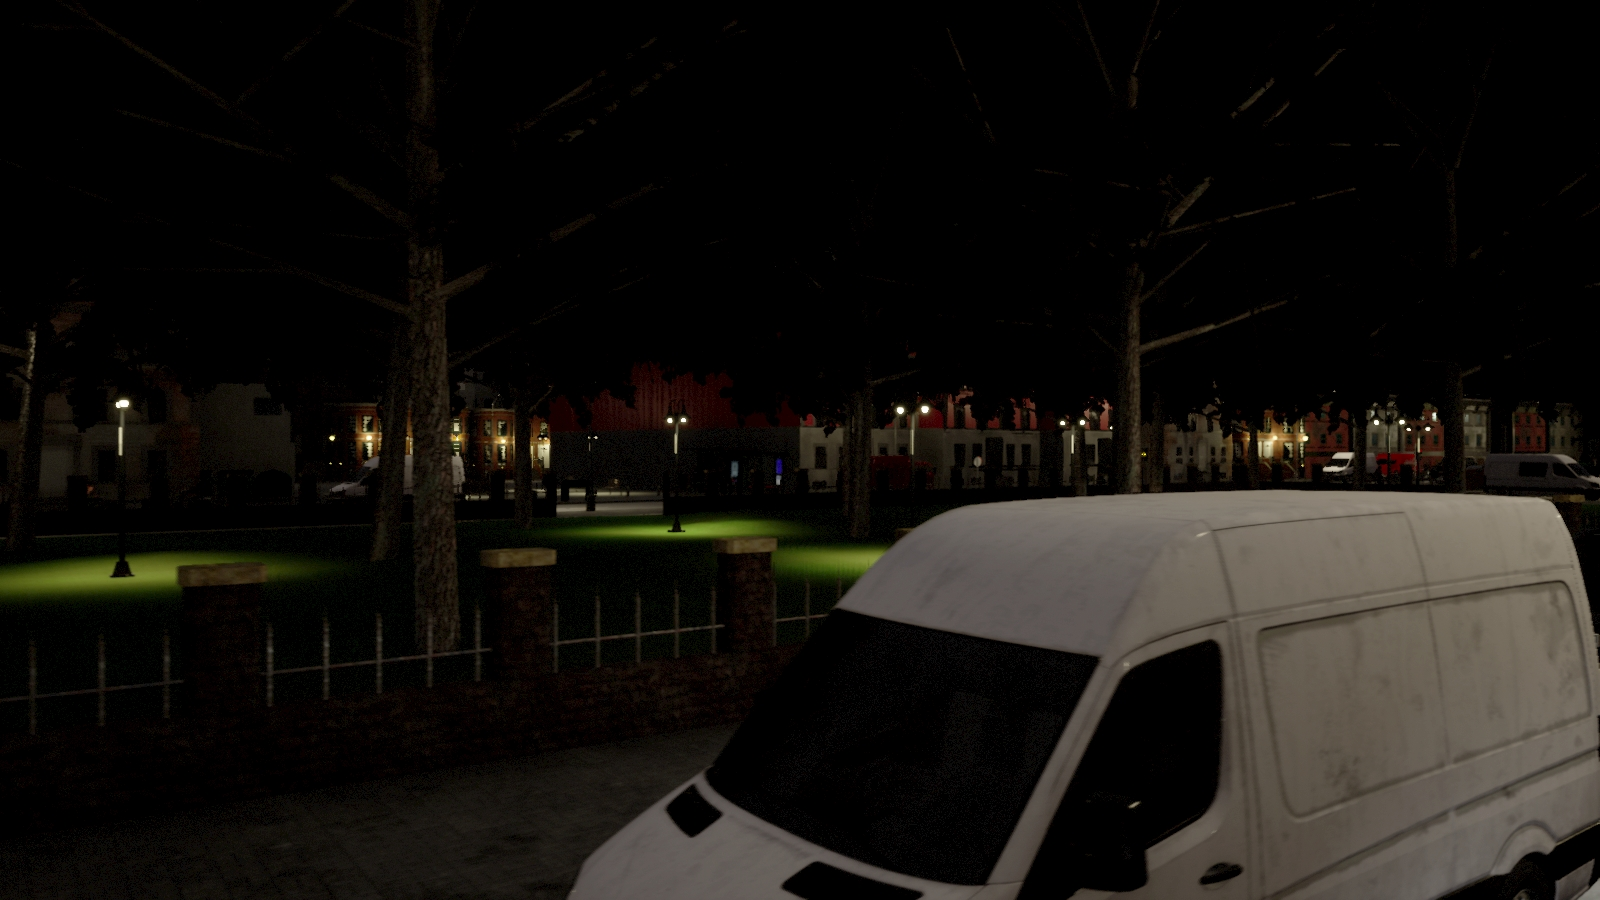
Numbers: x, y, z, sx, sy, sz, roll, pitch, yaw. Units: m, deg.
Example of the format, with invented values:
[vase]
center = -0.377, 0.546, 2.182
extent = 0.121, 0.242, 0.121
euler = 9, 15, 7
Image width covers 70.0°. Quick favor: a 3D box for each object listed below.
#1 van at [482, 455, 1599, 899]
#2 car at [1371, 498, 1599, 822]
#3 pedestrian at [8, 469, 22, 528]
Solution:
[van]
center = 1.683, 1.312, 5.587
extent = 5.915, 2.561, 1.988
euler = 0, 0, -35
[car]
center = 7.954, 1.527, 9.969
extent = 6.274, 2.098, 2.390
euler = 0, 0, -32
[pedestrian]
center = -24.971, 1.524, 36.352
extent = 0.375, 1.860, 0.375
euler = 0, 0, -34
